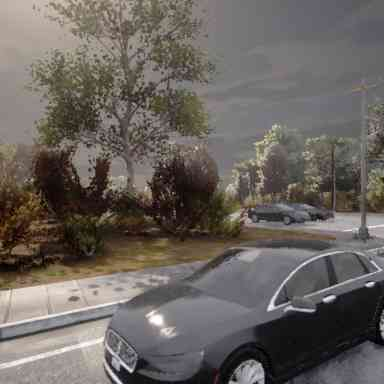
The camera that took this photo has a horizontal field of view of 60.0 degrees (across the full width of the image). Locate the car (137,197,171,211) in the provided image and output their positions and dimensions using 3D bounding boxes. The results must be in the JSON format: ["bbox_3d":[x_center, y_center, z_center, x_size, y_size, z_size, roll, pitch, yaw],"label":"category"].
[{"bbox_3d":[-6.108,1.847,52.976,5.566,2.045,2.150,-2,-1,40],"label":"car"}]

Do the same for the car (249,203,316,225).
[{"bbox_3d":[6.370,1.595,24.869,1.837,1.490,4.892,0,-1,-39],"label":"car"}]

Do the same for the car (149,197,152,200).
[{"bbox_3d":[-5.995,1.714,43.406,5.566,2.045,2.150,-1,-1,42],"label":"car"}]

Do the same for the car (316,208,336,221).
[{"bbox_3d":[8.870,1.642,27.390,2.033,1.411,5.357,0,-1,-39],"label":"car"}]

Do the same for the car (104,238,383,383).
[{"bbox_3d":[1.216,1.505,4.788,4.892,1.490,1.837,0,0,-35],"label":"car"}]
